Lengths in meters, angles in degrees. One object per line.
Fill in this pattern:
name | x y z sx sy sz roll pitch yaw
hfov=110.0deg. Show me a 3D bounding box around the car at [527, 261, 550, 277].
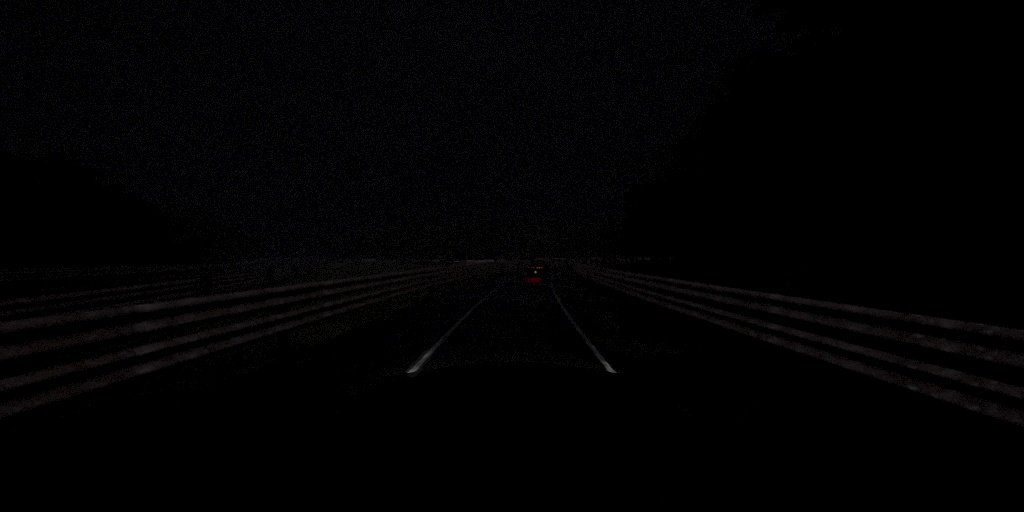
car | 2.677 1.252 36.205 1.837 1.490 4.892 0 1 12
